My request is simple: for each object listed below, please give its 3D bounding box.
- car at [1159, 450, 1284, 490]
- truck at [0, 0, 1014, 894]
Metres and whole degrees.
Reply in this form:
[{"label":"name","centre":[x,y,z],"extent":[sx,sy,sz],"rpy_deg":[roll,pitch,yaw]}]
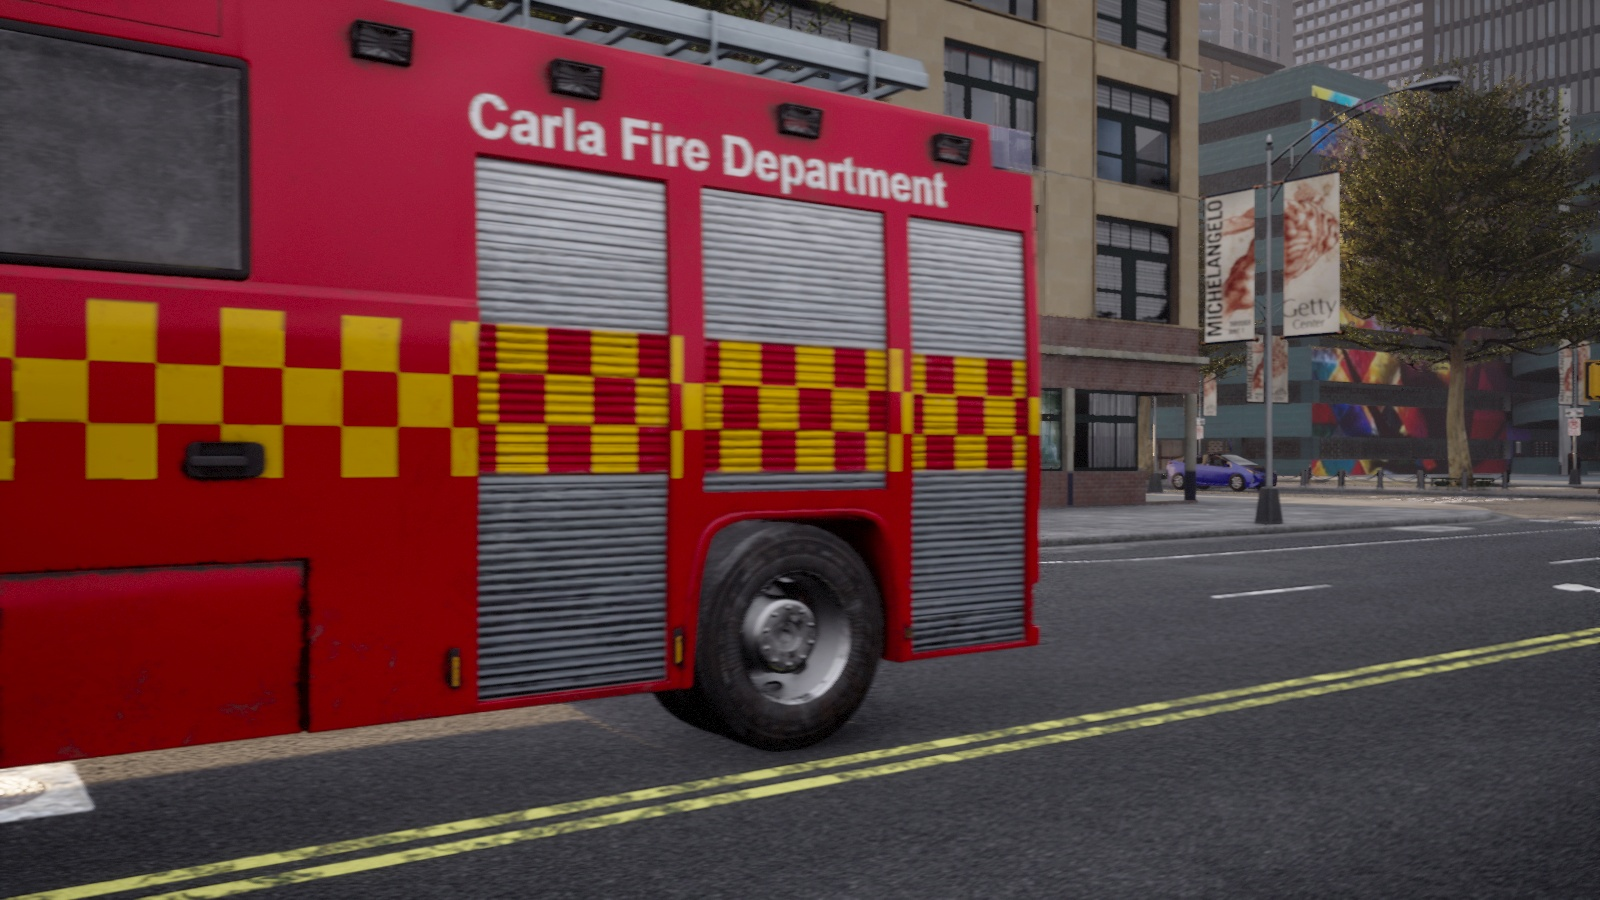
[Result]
[{"label":"car","centre":[17.083,0.781,51.109],"extent":[2.007,1.525,4.514],"rpy_deg":[0,0,-35]},{"label":"truck","centre":[-3.116,-0.399,5.759],"extent":[8.468,3.827,2.891],"rpy_deg":[0,0,-35]}]
